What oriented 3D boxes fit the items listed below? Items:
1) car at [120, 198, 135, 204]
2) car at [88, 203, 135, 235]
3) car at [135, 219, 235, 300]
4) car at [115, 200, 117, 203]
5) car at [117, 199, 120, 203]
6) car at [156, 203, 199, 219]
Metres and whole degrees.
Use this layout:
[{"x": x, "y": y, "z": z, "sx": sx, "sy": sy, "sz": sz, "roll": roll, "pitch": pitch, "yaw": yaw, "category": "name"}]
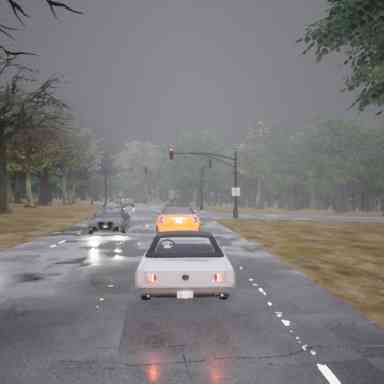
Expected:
[{"x": -10.818, "y": 1.842, "z": 56.647, "sx": 1.837, "sy": 1.490, "sz": 4.892, "roll": 0, "pitch": -1, "yaw": -14, "category": "car"}, {"x": -4.588, "y": 1.571, "z": 18.965, "sx": 1.994, "sy": 1.385, "sz": 4.181, "roll": 0, "pitch": 0, "yaw": -5, "category": "car"}, {"x": -0.202, "y": 1.605, "z": 8.352, "sx": 1.895, "sy": 1.301, "sz": 4.718, "roll": 0, "pitch": 0, "yaw": -2, "category": "car"}, {"x": -16.660, "y": 2.237, "z": 77.211, "sx": 1.994, "sy": 1.385, "sz": 4.181, "roll": 0, "pitch": -1, "yaw": -18, "category": "car"}, {"x": -13.555, "y": 2.042, "z": 67.300, "sx": 1.812, "sy": 1.442, "sz": 4.674, "roll": 0, "pitch": -1, "yaw": -16, "category": "car"}, {"x": -0.775, "y": 1.361, "z": 17.324, "sx": 2.097, "sy": 1.767, "sz": 4.553, "roll": 0, "pitch": 0, "yaw": -4, "category": "car"}]
